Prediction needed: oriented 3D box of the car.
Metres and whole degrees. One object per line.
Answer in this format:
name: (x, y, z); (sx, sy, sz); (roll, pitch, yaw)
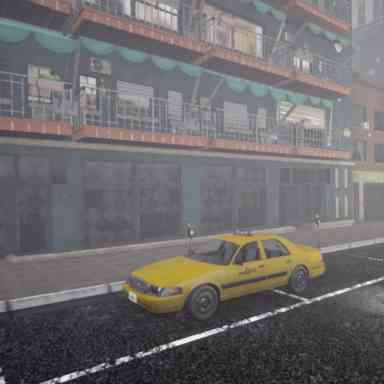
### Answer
car: (0.921, 1.524, 7.228); (4.829, 1.417, 1.752); (0, -1, -35)
